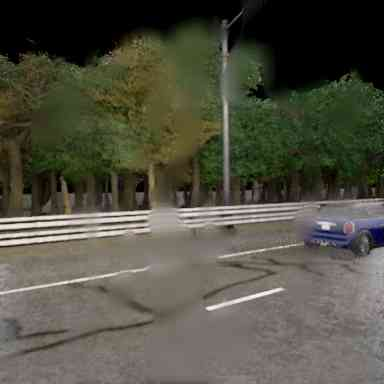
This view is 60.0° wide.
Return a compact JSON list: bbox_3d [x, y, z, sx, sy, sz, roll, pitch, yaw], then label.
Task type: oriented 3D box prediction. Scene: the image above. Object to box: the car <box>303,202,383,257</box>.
[{"bbox_3d":[6.230,1.148,12.210,4.553,1.767,2.097,-1,1,-33],"label":"car"}]
